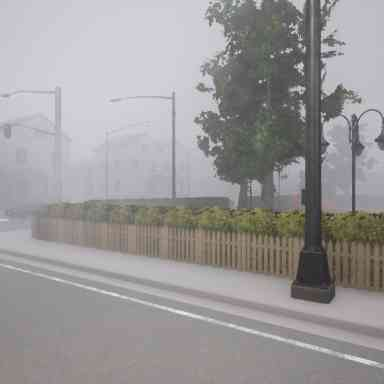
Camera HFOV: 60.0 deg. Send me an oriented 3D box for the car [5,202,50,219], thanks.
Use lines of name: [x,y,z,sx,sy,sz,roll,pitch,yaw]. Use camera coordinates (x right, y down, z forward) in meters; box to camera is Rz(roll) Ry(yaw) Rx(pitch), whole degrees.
car: [-14.017,1.564,29.258,1.994,1.385,4.181,0,0,35]

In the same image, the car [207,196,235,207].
car: [4.683,1.491,49.618,2.128,1.511,4.902,0,0,35]

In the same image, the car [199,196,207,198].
car: [1.890,1.352,52.023,2.097,1.767,4.553,0,0,35]
